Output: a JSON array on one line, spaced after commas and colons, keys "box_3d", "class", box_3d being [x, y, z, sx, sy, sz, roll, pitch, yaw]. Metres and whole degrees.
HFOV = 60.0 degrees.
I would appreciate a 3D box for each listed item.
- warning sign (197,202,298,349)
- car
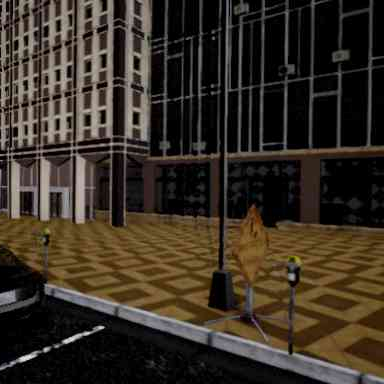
[{"box_3d": [0.898, 1.114, 5.172, 1.060, 1.860, 1.300, 1, 0, 35], "class": "warning sign"}, {"box_3d": [-4.390, 1.570, 5.984, 4.313, 1.339, 1.947, 0, 1, 35], "class": "car"}]
